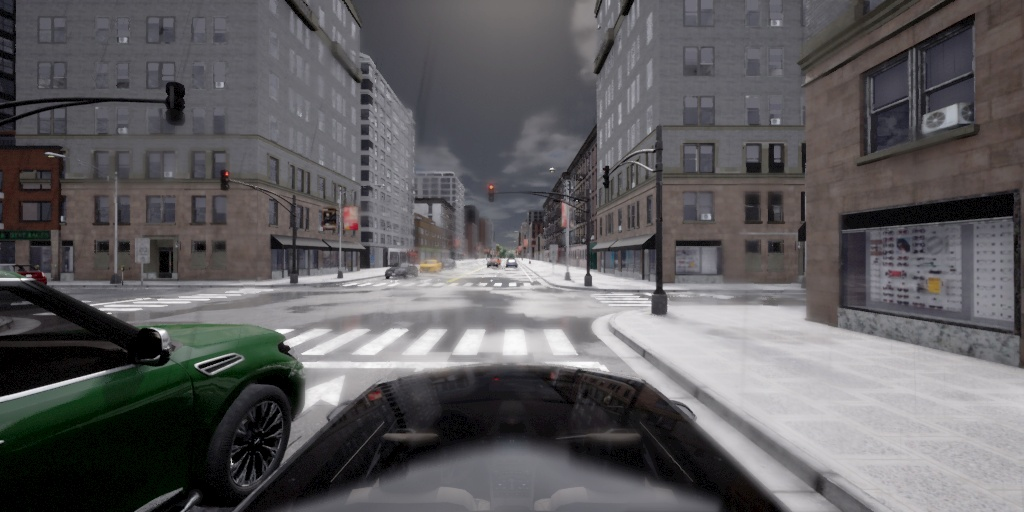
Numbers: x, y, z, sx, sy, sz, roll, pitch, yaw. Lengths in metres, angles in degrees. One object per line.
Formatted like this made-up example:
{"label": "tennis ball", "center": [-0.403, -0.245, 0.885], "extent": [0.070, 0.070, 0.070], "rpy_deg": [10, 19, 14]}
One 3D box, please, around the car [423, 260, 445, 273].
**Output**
{"label": "car", "center": [-9.876, 1.226, 43.585], "extent": [1.882, 1.535, 5.008], "rpy_deg": [0, 0, 0]}

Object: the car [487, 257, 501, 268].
{"label": "car", "center": [-3.302, 1.342, 61.892], "extent": [1.895, 1.301, 4.718], "rpy_deg": [0, 0, 0]}

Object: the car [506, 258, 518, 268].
{"label": "car", "center": [-0.052, 1.305, 61.865], "extent": [1.994, 1.385, 4.181], "rpy_deg": [0, 0, 0]}

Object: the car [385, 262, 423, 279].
{"label": "car", "center": [-9.871, 1.276, 32.444], "extent": [1.812, 1.442, 4.674], "rpy_deg": [0, 0, 2]}

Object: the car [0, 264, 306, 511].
{"label": "car", "center": [-3.148, 0.971, 1.232], "extent": [2.150, 2.045, 5.566], "rpy_deg": [0, 0, 0]}

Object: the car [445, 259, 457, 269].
{"label": "car", "center": [-9.880, 1.236, 56.137], "extent": [2.128, 1.511, 4.902], "rpy_deg": [0, 0, 0]}
